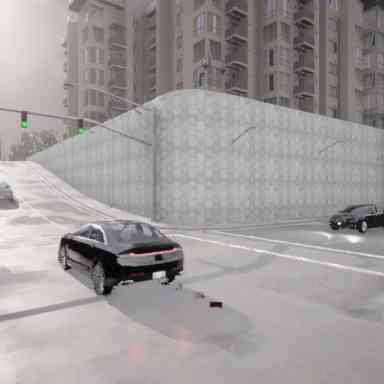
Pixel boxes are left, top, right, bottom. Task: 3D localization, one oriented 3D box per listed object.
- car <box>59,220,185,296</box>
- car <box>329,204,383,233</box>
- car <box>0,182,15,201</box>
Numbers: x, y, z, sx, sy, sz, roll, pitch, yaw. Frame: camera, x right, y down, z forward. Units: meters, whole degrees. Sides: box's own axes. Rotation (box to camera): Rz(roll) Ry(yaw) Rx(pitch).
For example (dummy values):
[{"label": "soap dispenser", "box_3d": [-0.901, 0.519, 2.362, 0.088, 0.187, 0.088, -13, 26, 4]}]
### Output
[{"label": "car", "box_3d": [-2.096, 1.493, 8.838, 2.128, 1.511, 4.902, 0, 0, -36]}, {"label": "car", "box_3d": [10.120, 1.505, 19.816, 4.892, 1.490, 1.837, 0, 0, -36]}, {"label": "car", "box_3d": [-17.509, -0.157, 30.281, 1.812, 1.442, 4.674, 0, 9, -36]}]
